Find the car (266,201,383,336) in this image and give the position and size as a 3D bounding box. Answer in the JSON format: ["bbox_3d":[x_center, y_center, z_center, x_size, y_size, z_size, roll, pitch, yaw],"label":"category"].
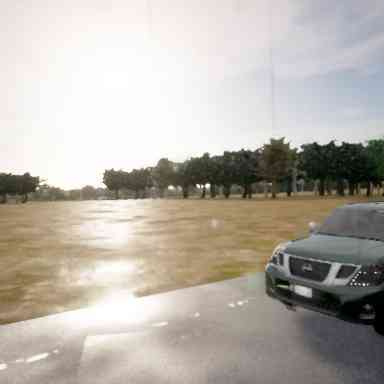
[{"bbox_3d":[3.995,1.234,6.957,5.566,2.045,2.150,0,0,-37],"label":"car"}]
